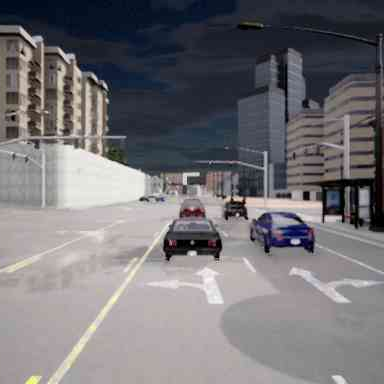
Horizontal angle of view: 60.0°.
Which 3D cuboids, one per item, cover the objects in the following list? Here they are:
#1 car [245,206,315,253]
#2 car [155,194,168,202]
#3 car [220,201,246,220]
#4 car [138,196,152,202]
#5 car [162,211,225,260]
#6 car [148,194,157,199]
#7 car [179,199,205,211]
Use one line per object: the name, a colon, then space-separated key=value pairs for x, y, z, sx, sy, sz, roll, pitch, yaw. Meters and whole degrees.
car: x=3.546 y=1.518 z=13.628 sx=1.812 sy=1.442 sz=4.674 roll=0 pitch=0 yaw=1
car: x=-7.017 y=1.439 z=72.815 sx=1.882 sy=1.535 sz=5.008 roll=0 pitch=0 yaw=0
car: x=3.536 y=1.491 z=28.031 sx=1.837 sy=1.490 sz=4.892 roll=0 pitch=0 yaw=1
car: x=-10.517 y=1.514 z=72.814 sx=1.994 sy=1.385 sz=4.181 roll=0 pitch=0 yaw=0
car: x=0.034 y=1.594 z=12.404 sx=1.895 sy=1.301 sz=4.718 roll=0 pitch=0 yaw=1
car: x=-10.521 y=1.283 z=88.522 sx=1.895 sy=1.301 sz=4.718 roll=0 pitch=0 yaw=0
car: x=0.036 y=1.336 z=27.916 sx=2.097 sy=1.767 sz=4.553 roll=0 pitch=0 yaw=0
